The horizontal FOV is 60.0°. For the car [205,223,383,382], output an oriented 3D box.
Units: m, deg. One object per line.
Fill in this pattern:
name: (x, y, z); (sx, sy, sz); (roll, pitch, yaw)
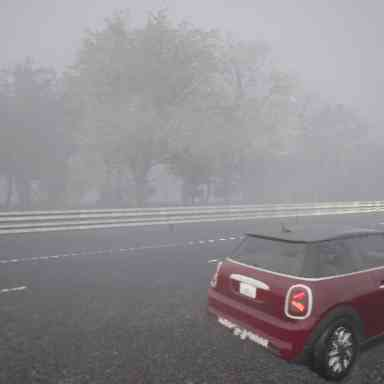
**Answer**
car: (2.519, 1.340, 5.640); (4.553, 1.767, 2.097); (0, 0, -33)
